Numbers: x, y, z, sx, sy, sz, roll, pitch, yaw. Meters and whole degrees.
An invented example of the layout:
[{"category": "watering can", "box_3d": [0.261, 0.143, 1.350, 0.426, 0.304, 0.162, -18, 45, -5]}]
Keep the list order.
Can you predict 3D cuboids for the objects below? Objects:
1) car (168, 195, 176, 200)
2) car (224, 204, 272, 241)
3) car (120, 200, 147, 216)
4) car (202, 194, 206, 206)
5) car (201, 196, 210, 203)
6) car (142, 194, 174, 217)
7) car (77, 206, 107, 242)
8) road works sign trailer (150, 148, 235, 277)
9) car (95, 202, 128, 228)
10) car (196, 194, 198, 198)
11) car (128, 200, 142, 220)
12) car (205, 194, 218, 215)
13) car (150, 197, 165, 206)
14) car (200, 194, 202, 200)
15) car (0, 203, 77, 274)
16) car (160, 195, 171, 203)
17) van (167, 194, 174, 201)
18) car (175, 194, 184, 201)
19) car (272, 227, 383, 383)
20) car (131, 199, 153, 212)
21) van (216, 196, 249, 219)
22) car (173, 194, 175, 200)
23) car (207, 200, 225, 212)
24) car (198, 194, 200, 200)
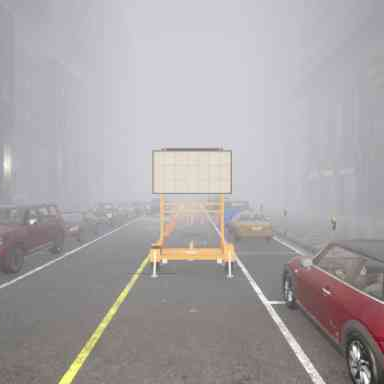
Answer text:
[{"category": "car", "box_3d": [-5.699, 1.588, 94.761, 1.887, 1.381, 4.507, 0, 0, 0]}, {"category": "car", "box_3d": [2.771, 1.525, 16.510, 1.752, 1.417, 4.829, 0, 0, 0]}, {"category": "car", "box_3d": [-5.742, 1.569, 33.137, 1.947, 1.339, 4.313, 0, 0, 0]}, {"category": "car", "box_3d": [2.790, 1.324, 44.348, 2.192, 1.841, 5.009, 0, 0, 0]}, {"category": "car", "box_3d": [2.811, 1.610, 72.356, 1.802, 1.307, 4.206, 0, 0, 0]}, {"category": "car", "box_3d": [-3.078, 1.355, 31.422, 2.097, 1.767, 4.553, 0, 0, 0]}, {"category": "car", "box_3d": [-5.754, 1.582, 16.331, 1.802, 1.307, 4.206, 0, 0, 0]}, {"category": "road works sign trailer", "box_3d": [0.007, 0.464, 10.181, 2.380, 3.560, 2.880, 0, 0, 0]}, {"category": "car", "box_3d": [-5.750, 1.440, 21.933, 1.967, 1.590, 4.097, 0, 0, 0]}, {"category": "car", "box_3d": [2.822, 1.584, 89.161, 1.887, 1.381, 4.507, 0, 0, 0]}, {"category": "car", "box_3d": [-5.746, 1.552, 27.536, 2.008, 1.369, 4.403, 0, 0, 0]}, {"category": "car", "box_3d": [2.782, 1.319, 33.144, 2.192, 1.841, 5.009, 0, 0, 0]}, {"category": "car", "box_3d": [-5.727, 1.561, 55.546, 1.887, 1.381, 4.507, 0, 0, 0]}, {"category": "car", "box_3d": [2.798, 1.456, 55.551, 1.967, 1.590, 4.097, 0, 0, 0]}, {"category": "car", "box_3d": [-5.758, 1.314, 10.729, 2.192, 1.841, 5.009, 0, 0, 0]}, {"category": "car", "box_3d": [-5.715, 1.467, 72.352, 1.967, 1.590, 4.097, 0, 0, 0]}, {"category": "van", "box_3d": [-5.703, 1.380, 89.159, 1.690, 1.788, 3.998, 0, 0, 0]}, {"category": "car", "box_3d": [-2.940, 1.514, 84.664, 1.882, 1.535, 5.008, 0, 0, 0]}, {"category": "car", "box_3d": [2.763, 1.440, 5.135, 1.967, 1.590, 4.097, 0, 0, 0]}, {"category": "car", "box_3d": [-5.738, 1.572, 38.739, 1.947, 1.339, 4.313, 0, 0, 0]}, {"category": "van", "box_3d": [2.775, 1.342, 21.941, 1.690, 1.788, 3.998, 0, 0, 0]}, {"category": "car", "box_3d": [-5.711, 1.576, 77.954, 1.887, 1.381, 4.507, 0, 0, 0]}, {"category": "car", "box_3d": [2.787, 1.588, 38.746, 1.802, 1.307, 4.206, 0, 0, 0]}, {"category": "car", "box_3d": [2.806, 1.464, 66.754, 1.967, 1.590, 4.097, 0, 0, 0]}]
